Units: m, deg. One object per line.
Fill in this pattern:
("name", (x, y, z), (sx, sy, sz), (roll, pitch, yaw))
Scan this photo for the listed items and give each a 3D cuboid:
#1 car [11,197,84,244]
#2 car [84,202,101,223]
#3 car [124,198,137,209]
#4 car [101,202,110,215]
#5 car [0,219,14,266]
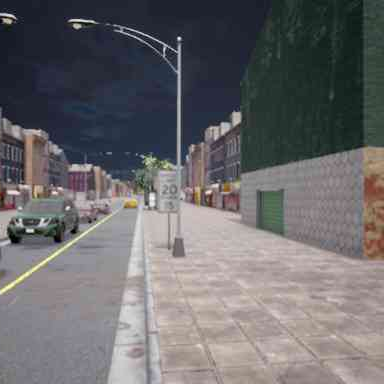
("car", (-7.205, 1.292, 16.761), (2.150, 2.045, 5.566), (0, 0, -8))
("car", (-8.684, 1.645, 26.471), (1.812, 1.442, 4.674), (0, 0, -8))
("car", (-9.499, 1.742, 51.465), (1.882, 1.535, 5.008), (0, 0, -9))
("car", (-10.147, 1.735, 36.369), (1.994, 1.385, 4.181), (0, 0, -8))
("car", (-5.761, 1.550, 7.158), (1.812, 1.442, 4.674), (0, 0, -9))
